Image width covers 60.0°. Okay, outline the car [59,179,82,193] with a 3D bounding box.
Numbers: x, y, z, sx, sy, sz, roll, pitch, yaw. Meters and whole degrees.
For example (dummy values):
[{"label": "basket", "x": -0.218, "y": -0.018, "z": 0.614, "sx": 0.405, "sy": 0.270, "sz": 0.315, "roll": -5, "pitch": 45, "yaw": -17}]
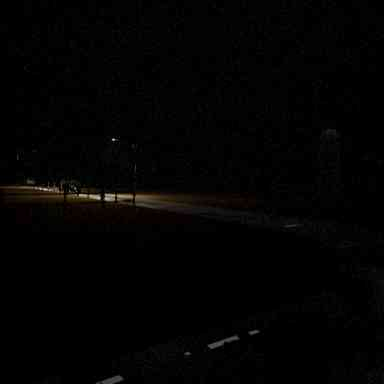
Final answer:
[{"label": "car", "x": -18.411, "y": -0.961, "z": 50.073, "sx": 2.150, "sy": 2.045, "sz": 5.566, "roll": 2, "pitch": 2, "yaw": -36}]
